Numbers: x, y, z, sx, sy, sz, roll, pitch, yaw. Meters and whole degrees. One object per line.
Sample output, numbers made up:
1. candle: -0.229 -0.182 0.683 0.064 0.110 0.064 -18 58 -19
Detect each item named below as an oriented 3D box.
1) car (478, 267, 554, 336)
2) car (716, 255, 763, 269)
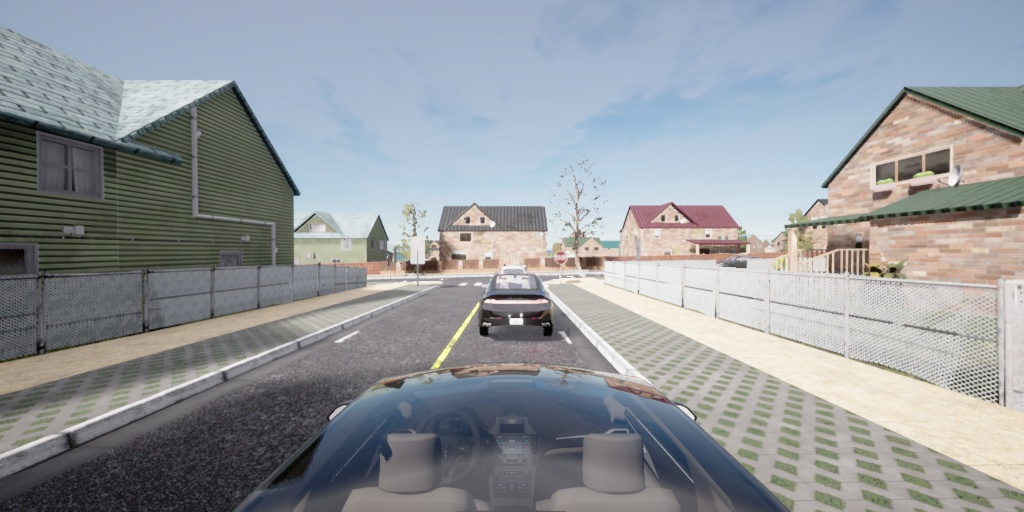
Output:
1. car: 0.100 1.242 10.376 2.128 1.511 4.902 0 0 0
2. car: 20.883 0.699 32.996 4.902 1.511 2.128 -1 1 0
